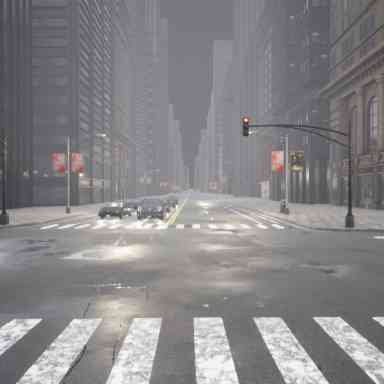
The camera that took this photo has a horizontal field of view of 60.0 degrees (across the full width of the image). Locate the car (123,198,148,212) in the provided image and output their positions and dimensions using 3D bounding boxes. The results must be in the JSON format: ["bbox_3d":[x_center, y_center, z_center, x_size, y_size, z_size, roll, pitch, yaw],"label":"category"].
[{"bbox_3d":[-6.584,1.521,39.446,2.033,1.411,5.357,0,0,0],"label":"car"}]

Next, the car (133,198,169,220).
[{"bbox_3d":[-3.338,1.336,28.091,2.097,1.767,4.553,0,0,0],"label":"car"}]

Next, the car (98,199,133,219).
[{"bbox_3d":[-6.563,1.531,29.348,2.033,1.411,5.357,0,0,4],"label":"car"}]

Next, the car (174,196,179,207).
[{"bbox_3d":[-3.339,1.529,47.464,1.994,1.385,4.181,0,0,0],"label":"car"}]

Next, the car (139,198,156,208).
[{"bbox_3d":[-6.585,1.563,49.532,1.895,1.301,4.718,0,0,0],"label":"car"}]

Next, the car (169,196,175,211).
[{"bbox_3d":[-3.336,1.523,37.565,2.033,1.411,5.357,0,0,0],"label":"car"}]

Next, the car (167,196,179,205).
[{"bbox_3d":[-3.297,1.454,57.838,1.837,1.490,4.892,0,0,0],"label":"car"}]
